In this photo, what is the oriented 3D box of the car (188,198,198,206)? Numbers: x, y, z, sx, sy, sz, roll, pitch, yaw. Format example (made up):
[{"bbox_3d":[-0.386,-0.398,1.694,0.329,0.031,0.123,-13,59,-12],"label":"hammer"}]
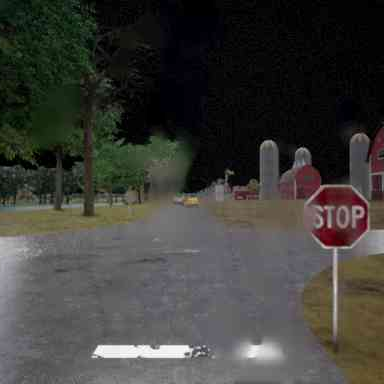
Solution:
[{"bbox_3d":[0.149,1.824,60.768,1.882,1.535,5.008,0,-1,0],"label":"car"}]

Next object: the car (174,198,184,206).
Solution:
[{"bbox_3d":[-2.590,1.891,65.362,1.882,1.535,5.008,0,-1,0],"label":"car"}]

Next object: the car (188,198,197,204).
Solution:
[{"bbox_3d":[0.175,1.933,71.218,1.895,1.301,4.718,0,-1,0],"label":"car"}]
